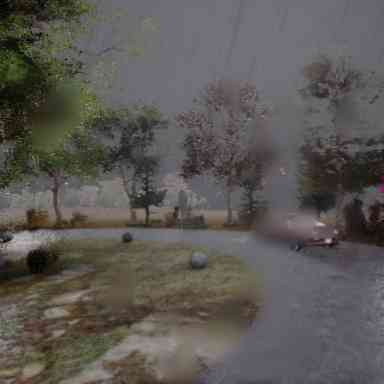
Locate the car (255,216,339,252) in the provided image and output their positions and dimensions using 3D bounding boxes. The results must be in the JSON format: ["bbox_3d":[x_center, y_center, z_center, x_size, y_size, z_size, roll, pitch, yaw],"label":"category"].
[{"bbox_3d":[4.715,1.831,15.453,1.812,1.442,4.674,0,-2,-18],"label":"car"}]
